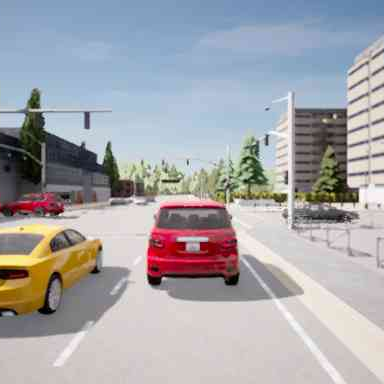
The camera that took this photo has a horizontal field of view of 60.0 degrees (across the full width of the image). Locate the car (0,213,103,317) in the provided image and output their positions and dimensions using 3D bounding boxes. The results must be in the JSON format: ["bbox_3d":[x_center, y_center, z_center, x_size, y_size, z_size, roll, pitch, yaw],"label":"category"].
[{"bbox_3d":[-3.467,1.482,7.609,1.882,1.535,5.008,0,0,0],"label":"car"}]

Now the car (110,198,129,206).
[{"bbox_3d":[-11.890,1.595,53.800,1.994,1.385,4.181,0,0,-1],"label":"car"}]

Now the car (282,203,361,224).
[{"bbox_3d":[9.523,1.561,24.776,5.357,1.411,2.033,0,0,4],"label":"car"}]

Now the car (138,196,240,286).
[{"bbox_3d":[0.031,1.228,9.591,2.150,2.045,5.566,0,0,0],"label":"car"}]

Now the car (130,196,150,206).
[{"bbox_3d":[-8.393,1.557,53.895,1.812,1.442,4.674,0,0,-1],"label":"car"}]

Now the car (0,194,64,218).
[{"bbox_3d":[-14.282,1.239,29.822,5.566,2.045,2.150,0,-1,13],"label":"car"}]
